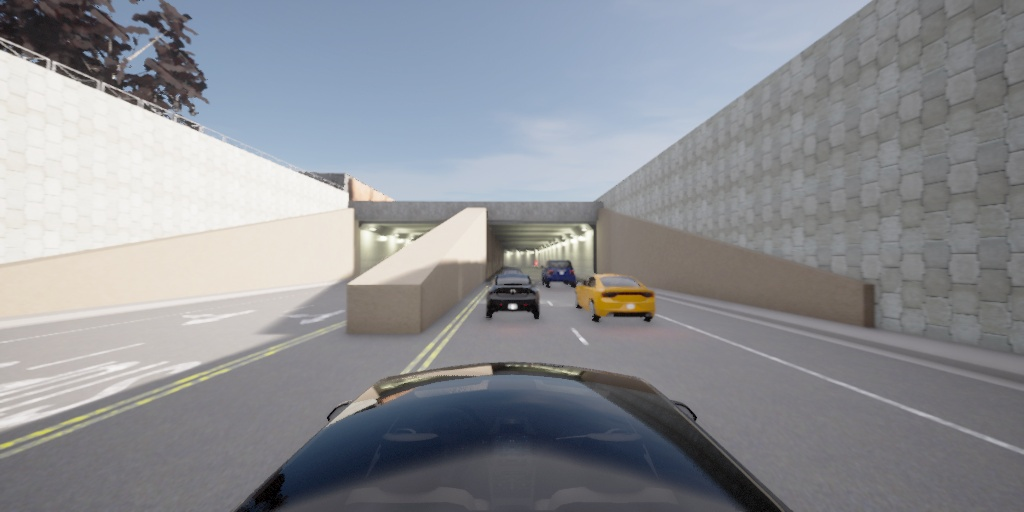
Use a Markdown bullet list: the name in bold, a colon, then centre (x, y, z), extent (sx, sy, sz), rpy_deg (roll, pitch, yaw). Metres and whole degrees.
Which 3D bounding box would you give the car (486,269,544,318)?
- **car**: centre (0.044, 1.411, 13.785), extent (1.837, 1.490, 4.892), rpy_deg (0, -1, 0)

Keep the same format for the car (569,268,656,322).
- **car**: centre (3.538, 1.377, 13.128), extent (1.882, 1.535, 5.008), rpy_deg (0, -1, 0)

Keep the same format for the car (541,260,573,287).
- **car**: centre (3.537, 1.317, 27.960), extent (2.150, 2.045, 5.566), rpy_deg (0, 0, 0)
